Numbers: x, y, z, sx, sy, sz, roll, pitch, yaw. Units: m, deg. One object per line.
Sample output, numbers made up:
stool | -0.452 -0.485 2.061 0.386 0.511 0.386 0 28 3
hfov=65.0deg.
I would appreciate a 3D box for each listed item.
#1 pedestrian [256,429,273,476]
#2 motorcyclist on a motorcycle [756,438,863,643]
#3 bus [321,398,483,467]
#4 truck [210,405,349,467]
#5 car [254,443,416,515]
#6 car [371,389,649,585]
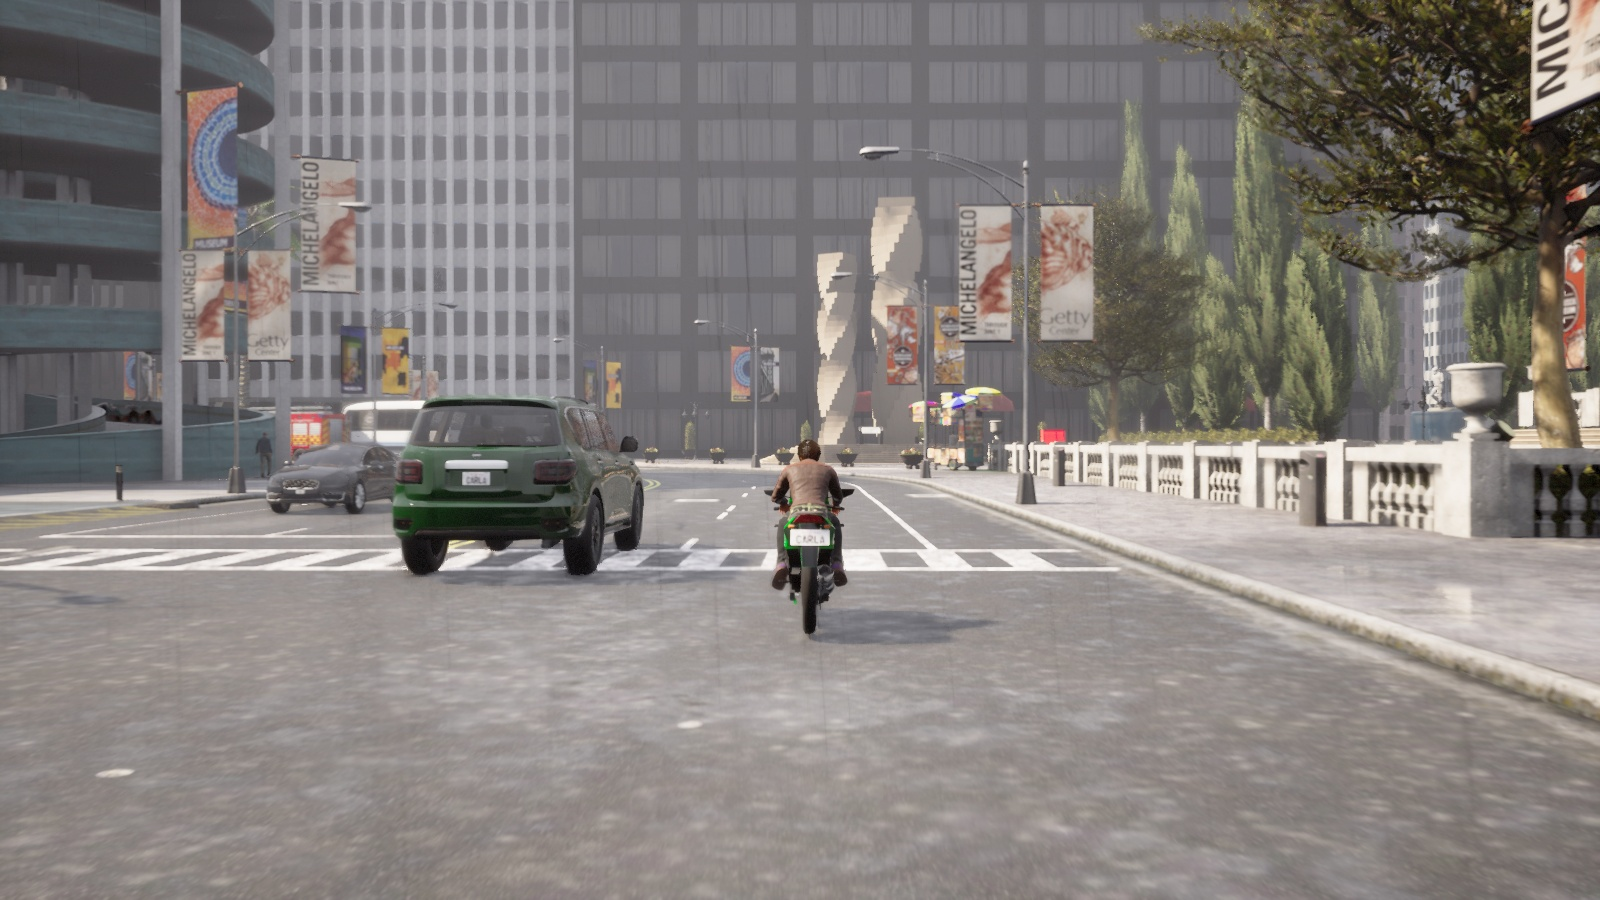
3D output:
pedestrian | -21.064 0.108 49.440 0.402 1.842 0.726 0 0 -4
motorcyclist on a motorcycle | 0.074 0.670 10.354 0.797 1.523 2.044 0 0 0
bus | -26.052 -1.113 82.031 10.273 4.253 3.944 0 0 27
truck | -33.582 -0.902 81.004 8.468 3.827 2.891 0 0 19
car | -10.329 0.583 28.315 1.837 1.490 4.892 0 0 0
car | -3.378 0.373 15.953 2.150 2.045 5.566 0 0 1
